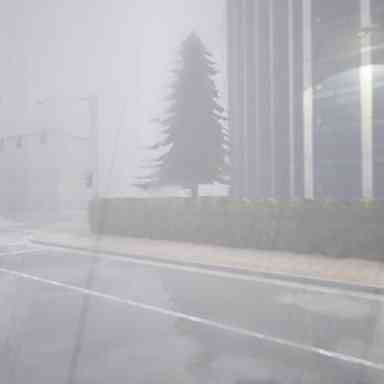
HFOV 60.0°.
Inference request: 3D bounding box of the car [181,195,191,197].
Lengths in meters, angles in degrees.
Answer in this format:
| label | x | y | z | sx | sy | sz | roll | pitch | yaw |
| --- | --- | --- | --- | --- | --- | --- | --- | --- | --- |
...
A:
| label | x | y | z | sx | sy | sz | roll | pitch | yaw |
| --- | --- | --- | --- | --- | --- | --- | --- | --- | --- |
| car | -0.767 | 1.579 | 53.843 | 2.150 | 2.045 | 5.566 | -1 | -1 | 36 |
